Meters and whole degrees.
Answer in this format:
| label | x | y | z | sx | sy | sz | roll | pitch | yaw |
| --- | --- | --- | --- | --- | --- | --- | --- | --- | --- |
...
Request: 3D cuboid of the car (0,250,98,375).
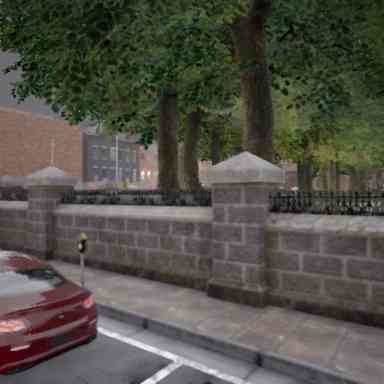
| label | x | y | z | sx | sy | sz | roll | pitch | yaw |
| --- | --- | --- | --- | --- | --- | --- | --- | --- | --- |
| car | -3.200 | 1.570 | 5.102 | 4.206 | 1.307 | 1.802 | 0 | -1 | 36 |
